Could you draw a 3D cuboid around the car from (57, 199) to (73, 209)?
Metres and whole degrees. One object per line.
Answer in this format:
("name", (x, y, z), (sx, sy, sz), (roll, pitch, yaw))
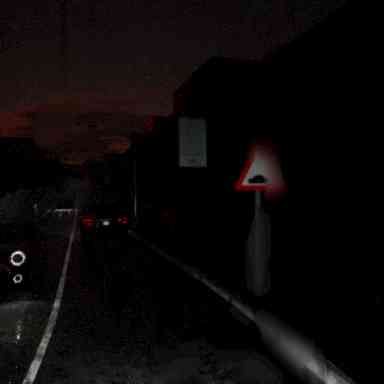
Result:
("car", (-18.557, 1.736, 48.755), (1.994, 1.385, 4.181), (-1, 3, -18))

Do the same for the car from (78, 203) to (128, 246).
("car", (-4.819, 1.594, 17.877), (2.150, 2.045, 5.566), (-1, -1, -19))

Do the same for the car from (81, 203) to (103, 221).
("car", (-10.759, 2.054, 35.560), (2.128, 1.511, 4.902), (-1, 1, -19))

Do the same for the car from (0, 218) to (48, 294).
("car", (-5.371, 1.598, 9.313), (2.097, 1.767, 4.553), (-1, -1, -17))
